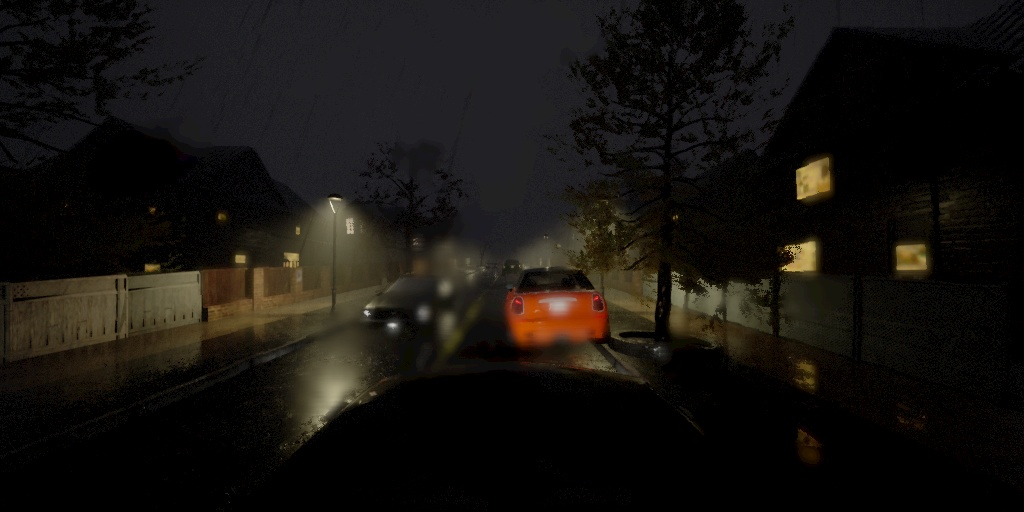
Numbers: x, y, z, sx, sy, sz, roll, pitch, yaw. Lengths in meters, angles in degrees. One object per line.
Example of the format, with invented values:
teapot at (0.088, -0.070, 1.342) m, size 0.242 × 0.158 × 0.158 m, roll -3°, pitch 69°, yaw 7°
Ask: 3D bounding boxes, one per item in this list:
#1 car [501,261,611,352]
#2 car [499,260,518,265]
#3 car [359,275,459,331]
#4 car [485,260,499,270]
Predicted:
car at (0.917, 1.059, 9.121) m, size 2.097 × 1.767 × 4.553 m, roll -3°, pitch -1°, yaw 0°
car at (0.043, 1.163, 37.951) m, size 2.097 × 1.767 × 4.553 m, roll 0°, pitch 0°, yaw 0°
car at (-2.858, 1.309, 11.321) m, size 2.033 × 1.411 × 5.357 m, roll 0°, pitch 0°, yaw 0°
car at (-2.895, 1.347, 53.299) m, size 2.128 × 1.511 × 4.902 m, roll 0°, pitch 0°, yaw 0°
